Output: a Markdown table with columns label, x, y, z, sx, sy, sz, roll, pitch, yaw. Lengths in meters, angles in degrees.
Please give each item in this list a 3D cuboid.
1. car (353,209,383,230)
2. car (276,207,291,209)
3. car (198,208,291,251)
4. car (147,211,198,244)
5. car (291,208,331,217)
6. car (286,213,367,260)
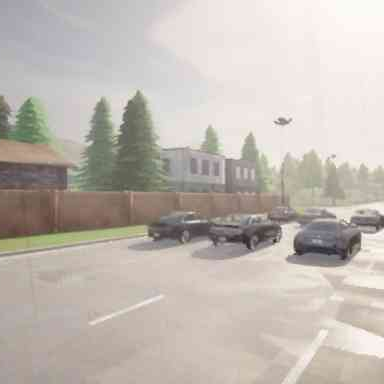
| label | x | y | z | sx | sy | sz | roll | pitch | yaw |
| --- | --- | --- | --- | --- | --- | --- | --- | --- | --- |
| car | 12.715 | 1.912 | 24.096 | 2.033 | 1.411 | 5.357 | -1 | -1 | 35 |
| car | 8.275 | 2.011 | 29.967 | 1.994 | 1.385 | 4.181 | -1 | -1 | 35 |
| car | 2.609 | 1.721 | 15.416 | 2.128 | 1.511 | 4.902 | -1 | -1 | 35 |
| car | -0.260 | 1.762 | 17.419 | 1.837 | 1.490 | 4.892 | -1 | -1 | 35 |
| car | 9.825 | 1.938 | 26.070 | 2.033 | 1.411 | 5.357 | -1 | -1 | 35 |
| car | 5.650 | 1.771 | 13.656 | 1.994 | 1.385 | 4.181 | -1 | -1 | 35 |
